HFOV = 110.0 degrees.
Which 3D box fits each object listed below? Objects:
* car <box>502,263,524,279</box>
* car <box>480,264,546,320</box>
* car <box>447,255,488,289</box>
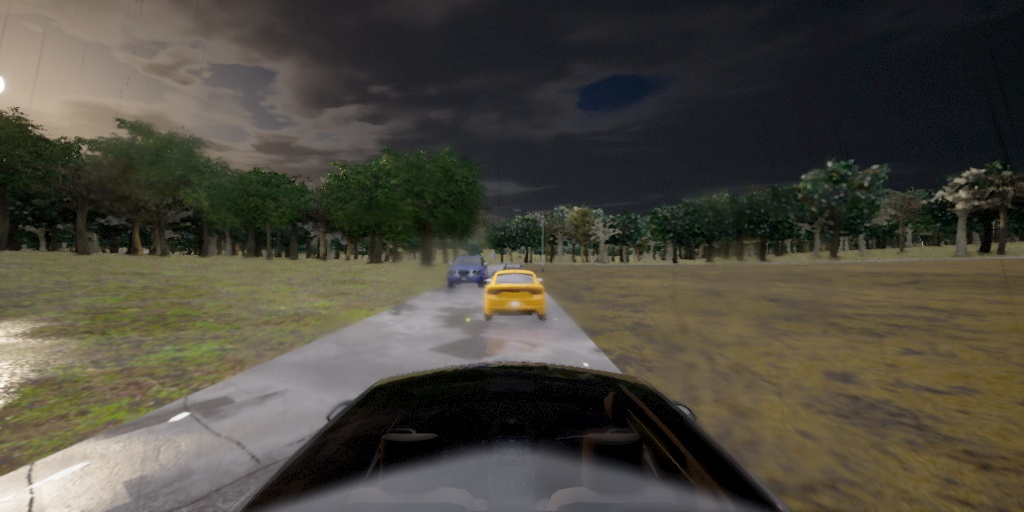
[{"bbox_3d":[0.110,1.351,33.333,1.895,1.301,4.718,0,0,0],"label":"car"},{"bbox_3d":[0.104,1.227,12.713,1.882,1.535,5.008,0,0,0],"label":"car"},{"bbox_3d":[-2.740,0.973,23.307,2.150,2.045,5.566,0,0,0],"label":"car"}]
